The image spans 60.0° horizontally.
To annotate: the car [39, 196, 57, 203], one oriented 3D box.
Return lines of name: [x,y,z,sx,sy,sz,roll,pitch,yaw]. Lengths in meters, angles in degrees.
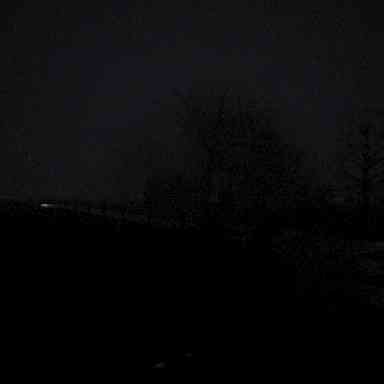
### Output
car: [-23.240,1.256,53.583,1.994,1.385,4.181,0,0,-35]
